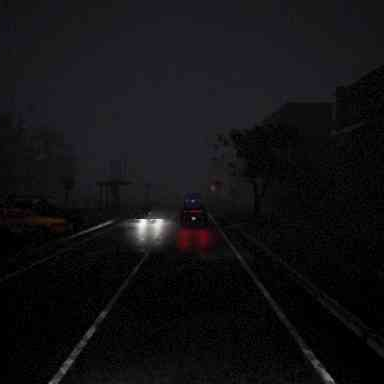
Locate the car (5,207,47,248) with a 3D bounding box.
[{"bbox_3d":[-8.977,1.512,13.922,4.674,1.452,2.002,0,0,0],"label":"car"}]

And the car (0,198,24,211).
[{"bbox_3d":[-22.078,1.417,38.071,4.674,1.452,2.002,0,0,0],"label":"car"}]

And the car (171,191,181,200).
[{"bbox_3d":[-3.233,0.667,69.823,2.097,1.767,4.553,0,1,0],"label":"car"}]

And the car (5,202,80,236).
[{"bbox_3d":[-8.792,1.458,16.725,5.366,1.575,1.946,0,0,0],"label":"car"}]

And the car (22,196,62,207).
[{"bbox_3d":[-22.100,1.335,49.175,5.008,1.535,2.097,0,0,0],"label":"car"}]

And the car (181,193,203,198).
[{"bbox_3d":[0.109,1.088,40.678,2.150,2.045,5.566,0,1,0],"label":"car"}]

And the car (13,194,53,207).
[{"bbox_3d":[-22.122,1.220,46.399,4.553,1.767,2.185,0,0,0],"label":"car"}]

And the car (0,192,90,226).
[{"bbox_3d":[-8.952,1.198,19.527,5.566,2.045,2.435,0,0,0],"label":"car"}]

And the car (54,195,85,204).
[{"bbox_3d":[-22.136,1.327,60.276,4.792,1.488,2.163,0,0,0],"label":"car"}]

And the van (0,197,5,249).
[{"bbox_3d":[-9.088,1.258,11.117,4.442,1.987,1.878,0,0,0],"label":"van"}]

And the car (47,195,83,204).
[{"bbox_3d":[-21.917,1.304,57.499,5.366,1.575,1.946,0,0,0],"label":"car"}]

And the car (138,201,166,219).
[{"bbox_3d":[-3.340,1.493,28.331,1.994,1.385,4.181,0,0,0],"label":"car"}]

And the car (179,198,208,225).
[{"bbox_3d":[0.105,1.439,23.281,2.128,1.511,4.902,0,0,0],"label":"car"}]

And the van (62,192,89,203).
[{"bbox_3d":[-21.992,1.063,63.049,4.442,1.987,1.878,0,0,0],"label":"van"}]

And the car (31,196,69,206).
[{"bbox_3d":[-22.091,1.327,51.950,4.892,1.521,2.231,0,0,0],"label":"car"}]

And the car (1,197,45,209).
[{"bbox_3d":[-22.085,1.396,43.624,4.674,1.452,2.002,0,0,0],"label":"car"}]

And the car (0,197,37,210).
[{"bbox_3d":[-22.079,1.366,40.848,5.008,1.535,2.097,0,0,0],"label":"car"}]

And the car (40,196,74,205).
[{"bbox_3d":[-22.129,1.346,54.725,4.792,1.488,2.163,0,0,0],"label":"car"}]
